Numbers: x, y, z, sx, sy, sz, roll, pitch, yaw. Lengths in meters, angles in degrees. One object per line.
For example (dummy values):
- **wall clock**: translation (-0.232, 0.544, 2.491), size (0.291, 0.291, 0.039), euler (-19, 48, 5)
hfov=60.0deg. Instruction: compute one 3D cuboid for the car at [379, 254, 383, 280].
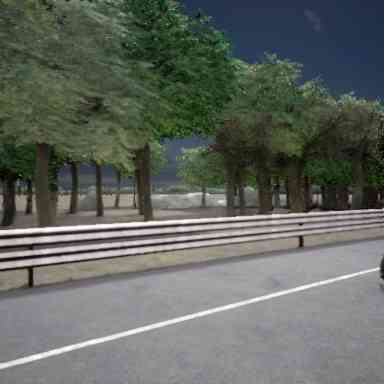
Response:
- **car**: translation (6.483, 1.566, 8.146), size (4.181, 1.385, 1.994), euler (0, 0, -34)
